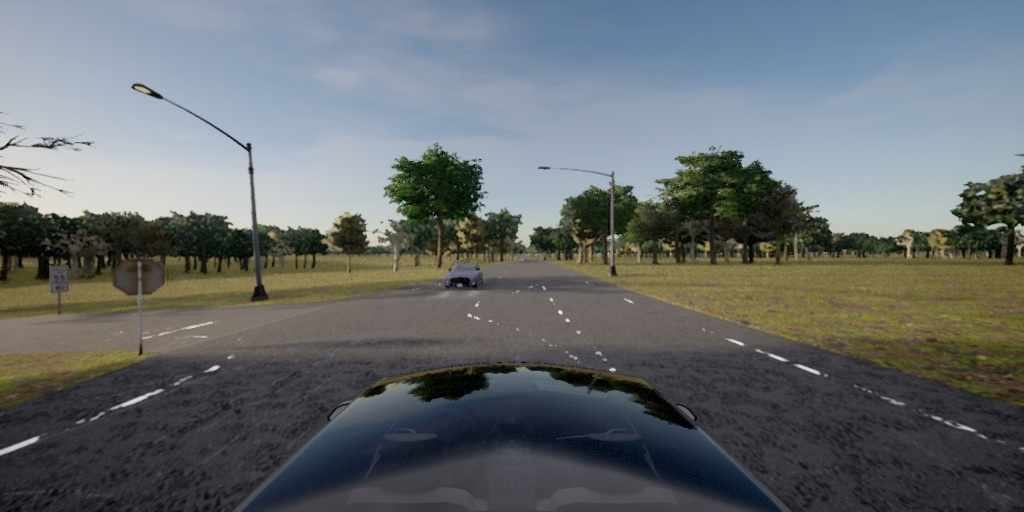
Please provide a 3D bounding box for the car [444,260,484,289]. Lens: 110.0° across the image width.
[{"bbox_3d":[-3.147,1.180,24.225,2.097,1.767,4.553,0,1,2],"label":"car"}]
